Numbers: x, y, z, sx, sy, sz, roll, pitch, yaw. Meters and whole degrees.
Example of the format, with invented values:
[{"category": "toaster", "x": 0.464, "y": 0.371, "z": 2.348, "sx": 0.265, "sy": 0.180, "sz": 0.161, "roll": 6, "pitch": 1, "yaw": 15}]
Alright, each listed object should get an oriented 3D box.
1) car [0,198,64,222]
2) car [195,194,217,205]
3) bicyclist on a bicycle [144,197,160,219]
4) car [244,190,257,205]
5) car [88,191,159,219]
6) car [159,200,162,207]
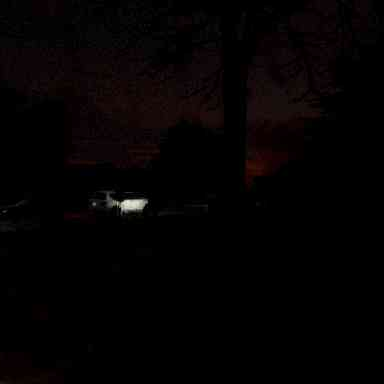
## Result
[{"category": "car", "x": -11.475, "y": 1.199, "z": 23.776, "sx": 1.812, "sy": 1.442, "sz": 4.674, "roll": 2, "pitch": 2, "yaw": 37}, {"category": "car", "x": 2.113, "y": 0.942, "z": 44.169, "sx": 1.812, "sy": 1.442, "sz": 4.674, "roll": 2, "pitch": 2, "yaw": 30}, {"category": "bicyclist on a bicycle", "x": -2.941, "y": 1.202, "z": 24.443, "sx": 1.656, "sy": 1.620, "sz": 0.582, "roll": 0, "pitch": 1, "yaw": 36}, {"category": "car", "x": 7.588, "y": 0.724, "z": 47.631, "sx": 2.150, "sy": 2.045, "sz": 5.566, "roll": 2, "pitch": 1, "yaw": 28}, {"category": "car", "x": -5.529, "y": 0.909, "z": 26.477, "sx": 2.150, "sy": 2.045, "sz": 5.566, "roll": 2, "pitch": 2, "yaw": 37}, {"category": "car", "x": -5.174, "y": 1.085, "z": 32.448, "sx": 2.033, "sy": 1.411, "sz": 5.357, "roll": 2, "pitch": 2, "yaw": 35}]
